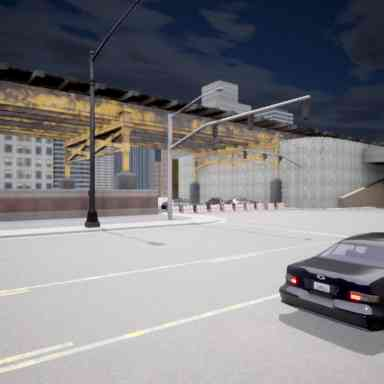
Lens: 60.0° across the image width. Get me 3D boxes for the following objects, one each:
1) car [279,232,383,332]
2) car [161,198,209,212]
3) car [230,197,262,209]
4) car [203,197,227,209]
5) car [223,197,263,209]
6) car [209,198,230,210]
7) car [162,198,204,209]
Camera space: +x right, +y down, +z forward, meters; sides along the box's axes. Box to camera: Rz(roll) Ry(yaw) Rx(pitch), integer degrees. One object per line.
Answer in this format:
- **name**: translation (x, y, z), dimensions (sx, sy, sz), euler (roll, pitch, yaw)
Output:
- **car**: translation (4.098, 1.547, 6.701), dimensions (5.357, 1.411, 2.033), euler (0, 0, -35)
- **car**: translation (-0.911, 1.452, 37.823), dimensions (4.974, 1.542, 2.038), euler (0, 0, 8)
- **car**: translation (6.693, 1.294, 44.262), dimensions (4.536, 1.218, 1.853), euler (0, 0, -7)
- **car**: translation (2.850, 1.294, 40.558), dimensions (1.853, 1.218, 4.536), euler (0, 0, 18)
- **car**: translation (6.744, 1.452, 44.268), dimensions (4.974, 1.542, 2.038), euler (0, 0, -7)
- **car**: translation (2.834, 1.452, 40.508), dimensions (2.038, 1.542, 4.974), euler (0, 0, 18)
- **car**: translation (-0.962, 1.295, 37.830), dimensions (4.536, 1.218, 1.853), euler (0, 0, 8)
